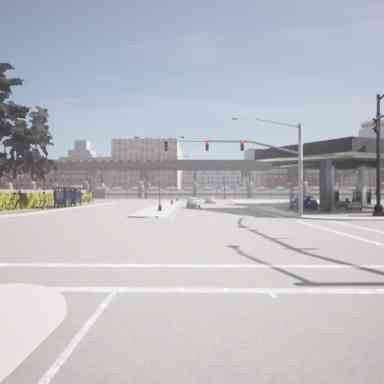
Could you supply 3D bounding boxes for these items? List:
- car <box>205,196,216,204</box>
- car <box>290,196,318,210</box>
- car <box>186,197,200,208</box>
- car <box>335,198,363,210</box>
[{"bbox_3d":[3.588,1.505,64.386,1.812,1.442,4.674,0,0,0],"label":"car"},{"bbox_3d":[13.265,1.282,39.697,2.242,1.667,4.611,0,0,0],"label":"car"},{"bbox_3d":[0.183,1.510,48.888,1.812,1.442,4.674,0,0,0],"label":"car"},{"bbox_3d":[19.011,1.443,40.452,1.970,1.475,3.806,0,0,0],"label":"car"}]
